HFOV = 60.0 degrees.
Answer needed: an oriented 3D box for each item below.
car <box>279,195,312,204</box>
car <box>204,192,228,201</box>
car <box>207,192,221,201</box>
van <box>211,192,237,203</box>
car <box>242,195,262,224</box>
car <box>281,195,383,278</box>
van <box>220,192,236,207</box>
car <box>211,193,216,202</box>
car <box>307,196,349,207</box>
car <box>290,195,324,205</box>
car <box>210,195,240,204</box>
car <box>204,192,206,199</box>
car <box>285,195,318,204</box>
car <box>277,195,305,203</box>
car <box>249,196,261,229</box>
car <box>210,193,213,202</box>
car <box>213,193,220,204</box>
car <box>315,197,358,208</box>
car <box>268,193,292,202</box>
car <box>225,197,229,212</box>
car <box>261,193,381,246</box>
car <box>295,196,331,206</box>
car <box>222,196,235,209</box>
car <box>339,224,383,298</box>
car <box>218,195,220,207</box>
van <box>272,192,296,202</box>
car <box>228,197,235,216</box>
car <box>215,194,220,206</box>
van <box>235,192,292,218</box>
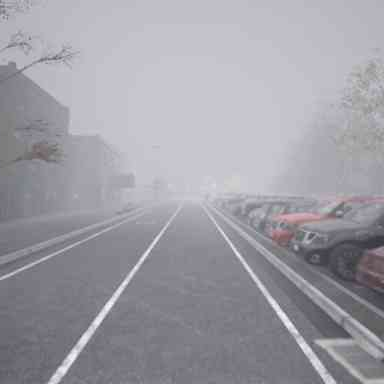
[{"bbox_3d":[18.494,1.256,59.788,5.366,1.575,1.946,0,0,0],"label":"car"},{"bbox_3d":[5.621,1.010,79.293,5.566,2.045,2.435,0,0,0],"label":"car"},{"bbox_3d":[5.636,1.015,54.064,5.566,2.045,2.435,0,0,0],"label":"car"},{"bbox_3d":[5.716,1.033,59.671,4.442,1.987,1.878,0,0,0],"label":"van"},{"bbox_3d":[5.686,1.267,20.428,4.553,1.767,2.185,0,0,0],"label":"car"},{"bbox_3d":[5.642,1.192,9.215,5.566,2.045,2.435,0,0,0],"label":"car"},{"bbox_3d":[5.518,1.103,34.444,4.442,1.987,1.878,0,0,0],"label":"van"},{"bbox_3d":[5.586,1.305,48.459,4.792,1.488,2.163,0,0,0],"label":"car"},{"bbox_3d":[18.693,1.284,45.862,5.008,1.535,2.097,0,0,0],"label":"car"},{"bbox_3d":[18.657,1.296,54.217,4.792,1.488,2.163,0,0,0],"label":"car"},{"bbox_3d":[5.598,1.262,56.868,5.008,1.535,2.097,0,0,0],"label":"car"},{"bbox_3d":[5.620,0.996,70.883,5.566,2.045,2.435,0,0,0],"label":"car"},{"bbox_3d":[18.677,1.263,57.002,5.008,1.535,2.097,0,0,0],"label":"car"},{"bbox_3d":[18.674,1.295,62.573,4.674,1.452,2.002,0,0,0],"label":"car"},{"bbox_3d":[5.627,1.280,17.625,4.553,1.767,2.185,0,0,0],"label":"car"},{"bbox_3d":[5.607,1.271,51.257,4.892,1.521,2.231,0,0,0],"label":"car"},{"bbox_3d":[5.618,1.292,42.852,5.008,1.535,2.097,0,0,0],"label":"car"},{"bbox_3d":[18.700,1.332,43.201,4.674,1.452,2.002,0,0,0],"label":"car"},{"bbox_3d":[18.640,1.122,70.926,4.553,1.767,2.185,0,0,0],"label":"car"},{"bbox_3d":[5.614,1.384,28.839,4.792,1.488,2.163,0,0,0],"label":"car"},{"bbox_3d":[5.638,1.180,12.018,5.566,2.045,2.435,0,0,0],"label":"car"},{"bbox_3d":[18.719,1.300,51.432,4.792,1.488,2.163,0,0,0],"label":"car"},{"bbox_3d":[5.610,1.371,31.642,4.792,1.488,2.163,0,0,0],"label":"car"},{"bbox_3d":[5.672,1.497,6.413,4.674,1.452,2.002,0,0,0],"label":"car"},{"bbox_3d":[5.660,1.346,37.249,4.792,1.488,2.163,0,0,0],"label":"car"},{"bbox_3d":[18.788,1.022,68.145,4.442,1.987,1.878,0,0,0],"label":"van"},{"bbox_3d":[5.641,1.367,26.035,5.008,1.535,2.097,0,0,0],"label":"car"},{"bbox_3d":[5.812,1.301,40.052,5.366,1.575,1.946,0,0,0],"label":"car"},{"bbox_3d":[5.534,1.154,23.231,4.442,1.987,1.878,0,0,0],"label":"van"}]
